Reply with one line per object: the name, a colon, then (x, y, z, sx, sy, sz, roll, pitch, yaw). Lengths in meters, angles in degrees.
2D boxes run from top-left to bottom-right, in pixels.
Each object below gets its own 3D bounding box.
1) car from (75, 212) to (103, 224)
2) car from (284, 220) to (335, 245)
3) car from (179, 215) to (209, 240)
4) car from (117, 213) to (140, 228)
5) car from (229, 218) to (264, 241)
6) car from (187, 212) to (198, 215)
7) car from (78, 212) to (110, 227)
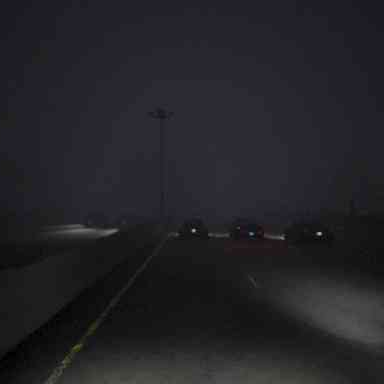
car: (-14.010, 3.515, 45.546, 2.128, 1.511, 4.902, 0, -3, 0)
car: (7.105, 2.396, 20.546, 1.994, 1.385, 4.181, 0, -3, 0)
car: (0.105, 2.514, 23.025, 1.994, 1.385, 4.181, 0, -3, 0)
car: (-7.033, 3.107, 36.997, 2.128, 1.511, 4.902, 0, -3, 0)
car: (3.606, 2.449, 22.451, 1.812, 1.442, 4.674, 0, -3, 0)
car: (0.111, 3.577, 46.623, 2.163, 1.488, 4.792, 0, -3, 0)
car: (-10.534, 3.108, 37.005, 2.128, 1.511, 4.902, 0, -3, 0)
